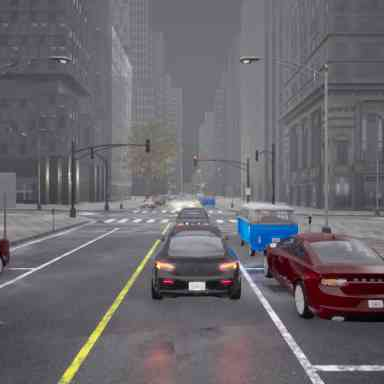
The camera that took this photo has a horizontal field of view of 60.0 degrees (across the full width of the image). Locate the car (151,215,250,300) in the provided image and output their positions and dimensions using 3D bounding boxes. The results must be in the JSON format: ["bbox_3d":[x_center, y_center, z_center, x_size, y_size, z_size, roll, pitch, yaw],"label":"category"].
[{"bbox_3d":[0.081,1.527,8.277,1.812,1.442,4.674,0,0,0],"label":"car"}]

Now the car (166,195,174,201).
[{"bbox_3d":[-6.058,1.607,92.742,1.752,1.417,4.829,0,0,0],"label":"car"}]

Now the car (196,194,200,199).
[{"bbox_3d":[2.533,1.602,72.387,2.008,1.369,4.403,0,0,0],"label":"car"}]

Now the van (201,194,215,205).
[{"bbox_3d":[2.603,1.367,50.735,1.690,1.788,3.998,0,0,0],"label":"van"}]

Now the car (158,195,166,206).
[{"bbox_3d":[-5.939,1.576,55.889,1.887,1.381,4.507,0,0,0],"label":"car"}]

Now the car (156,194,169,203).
[{"bbox_3d":[-5.956,1.352,61.179,2.192,1.841,5.009,0,0,0],"label":"car"}]

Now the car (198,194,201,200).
[{"bbox_3d":[2.567,1.582,61.561,1.887,1.381,4.507,0,0,0],"label":"car"}]

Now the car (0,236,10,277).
[{"bbox_3d":[-5.799,1.546,7.216,1.887,1.381,4.507,0,0,0],"label":"car"}]

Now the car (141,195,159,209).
[{"bbox_3d":[-5.911,1.547,45.139,1.752,1.417,4.829,0,0,0],"label":"car"}]

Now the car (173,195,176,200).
[{"bbox_3d":[-6.042,1.640,87.622,1.947,1.339,4.313,0,0,0],"label":"car"}]

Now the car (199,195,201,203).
[{"bbox_3d":[2.585,1.598,56.147,1.947,1.339,4.313,0,0,0],"label":"car"}]

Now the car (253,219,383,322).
[{"bbox_3d":[2.756,1.546,7.225,1.887,1.381,4.507,0,0,0],"label":"car"}]

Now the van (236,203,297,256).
[{"bbox_3d":[2.739,1.343,12.750,1.690,1.788,3.998,0,0,0],"label":"van"}]

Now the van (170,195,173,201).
[{"bbox_3d":[-6.007,1.399,77.045,1.690,1.788,3.998,0,0,0],"label":"van"}]

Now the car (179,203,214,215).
[{"bbox_3d":[0.044,1.551,17.866,2.033,1.411,5.357,0,0,0],"label":"car"}]
